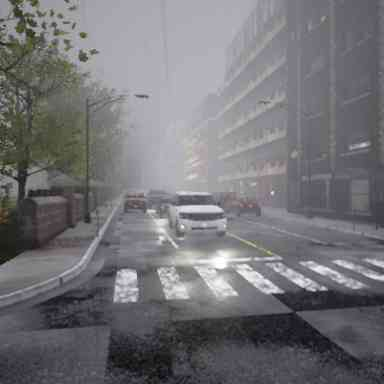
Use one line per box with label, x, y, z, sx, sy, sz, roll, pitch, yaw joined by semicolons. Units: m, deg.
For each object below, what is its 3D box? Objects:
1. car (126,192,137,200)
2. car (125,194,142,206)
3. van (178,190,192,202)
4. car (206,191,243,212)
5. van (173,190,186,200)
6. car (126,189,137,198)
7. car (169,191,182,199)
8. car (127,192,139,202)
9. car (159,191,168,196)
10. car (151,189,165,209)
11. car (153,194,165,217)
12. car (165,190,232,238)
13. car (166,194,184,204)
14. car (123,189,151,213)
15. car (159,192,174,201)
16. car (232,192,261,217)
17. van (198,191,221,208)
car;-11.469;0.657;63.212;2.008;1.369;4.403;1;1;-11
car;-7.318;0.985;41.515;1.947;1.339;4.313;1;1;-11
van;-1.159;0.579;53.936;1.690;1.788;3.998;1;1;-11
car;2.993;0.866;32.236;2.192;1.841;5.009;1;1;-11
van;-2.197;0.501;59.360;1.690;1.788;3.998;1;1;-11
car;-13.540;0.265;74.059;2.192;1.841;5.009;1;1;-11
car;-3.270;0.605;64.953;1.752;1.417;4.829;1;1;-11
car;-9.361;0.790;52.196;1.752;1.417;4.829;1;1;-11
car;-7.390;0.335;86.484;1.947;1.339;4.313;1;1;-11
car;-3.829;0.704;37.070;2.150;2.045;5.566;0;1;-10
car;-1.846;1.158;26.636;1.812;1.442;4.674;0;1;-11
car;0.097;0.997;16.658;2.150;2.045;5.566;0;1;-9
car;-2.441;0.946;46.528;1.895;1.301;4.718;0;1;-10
car;-5.237;0.890;30.663;2.192;1.841;5.009;1;1;-11
car;-4.349;0.711;56.207;1.837;1.490;4.892;0;1;-11
car;4.029;1.069;26.813;1.967;1.590;4.097;1;1;-11
van;1.955;0.814;37.661;1.690;1.788;3.998;1;1;-11
